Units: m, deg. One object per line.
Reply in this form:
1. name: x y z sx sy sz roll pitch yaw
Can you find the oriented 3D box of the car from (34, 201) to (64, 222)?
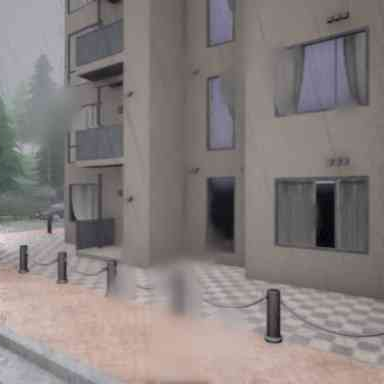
1. car: -10.212 1.506 26.883 1.837 1.490 4.892 0 0 35
